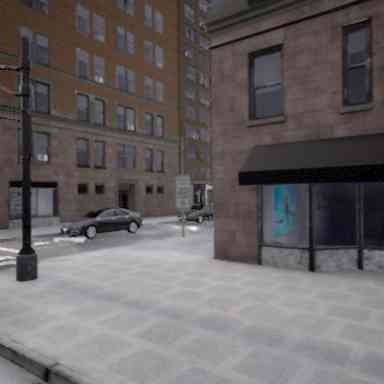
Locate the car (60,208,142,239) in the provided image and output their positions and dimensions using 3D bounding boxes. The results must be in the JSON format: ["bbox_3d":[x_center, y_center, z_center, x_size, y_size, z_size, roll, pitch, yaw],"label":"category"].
[{"bbox_3d":[-4.972,1.672,18.748,1.837,1.490,4.892,-1,-1,37],"label":"car"}]

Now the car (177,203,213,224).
[{"bbox_3d":[0.769,1.690,26.718,1.837,1.490,4.892,-1,-1,36],"label":"car"}]
